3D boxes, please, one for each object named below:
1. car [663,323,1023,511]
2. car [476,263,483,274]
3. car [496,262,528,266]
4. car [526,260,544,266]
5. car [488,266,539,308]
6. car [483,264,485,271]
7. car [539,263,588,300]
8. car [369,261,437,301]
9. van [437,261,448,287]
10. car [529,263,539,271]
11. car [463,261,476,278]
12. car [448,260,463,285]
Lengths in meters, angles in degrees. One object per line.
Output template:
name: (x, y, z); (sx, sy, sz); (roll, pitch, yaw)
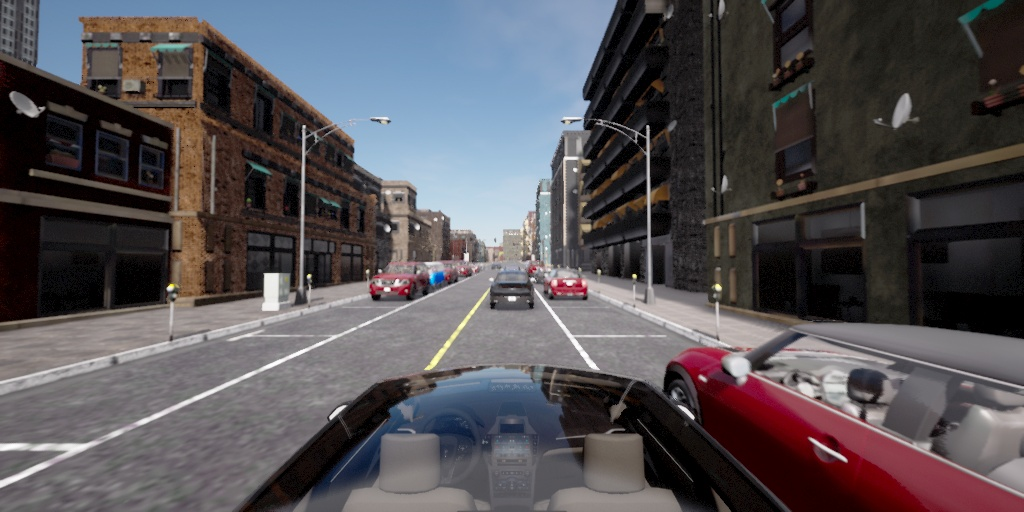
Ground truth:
car: (2.692, 1.198, 2.573); (1.967, 1.591, 4.097); (0, 0, 0)
car: (-5.678, 1.654, 51.245); (1.967, 1.591, 4.097); (0, 0, 0)
car: (0.010, 1.520, 31.163); (2.128, 1.511, 4.902); (0, 0, 0)
car: (2.700, 1.428, 40.421); (2.192, 1.841, 5.009); (0, 0, 0)
car: (0.007, 1.395, 16.173); (1.837, 1.490, 4.892); (0, 0, 0)
car: (-5.676, 1.865, 62.058); (2.007, 1.370, 4.403); (0, 0, 0)
car: (2.696, 1.351, 18.794); (1.967, 1.591, 4.097); (0, 0, 0)
car: (-5.685, 1.226, 18.803); (2.192, 1.841, 5.009); (0, 0, 0)
van: (-5.684, 1.303, 24.210); (1.690, 1.789, 3.998); (0, 0, 0)
car: (2.698, 1.563, 29.608); (2.007, 1.370, 4.403); (0, 0, 0)
car: (-5.681, 1.428, 40.431); (2.192, 1.841, 5.009); (0, 0, 0)
car: (-5.683, 1.327, 29.617); (2.192, 1.841, 5.009); (0, 0, 0)
